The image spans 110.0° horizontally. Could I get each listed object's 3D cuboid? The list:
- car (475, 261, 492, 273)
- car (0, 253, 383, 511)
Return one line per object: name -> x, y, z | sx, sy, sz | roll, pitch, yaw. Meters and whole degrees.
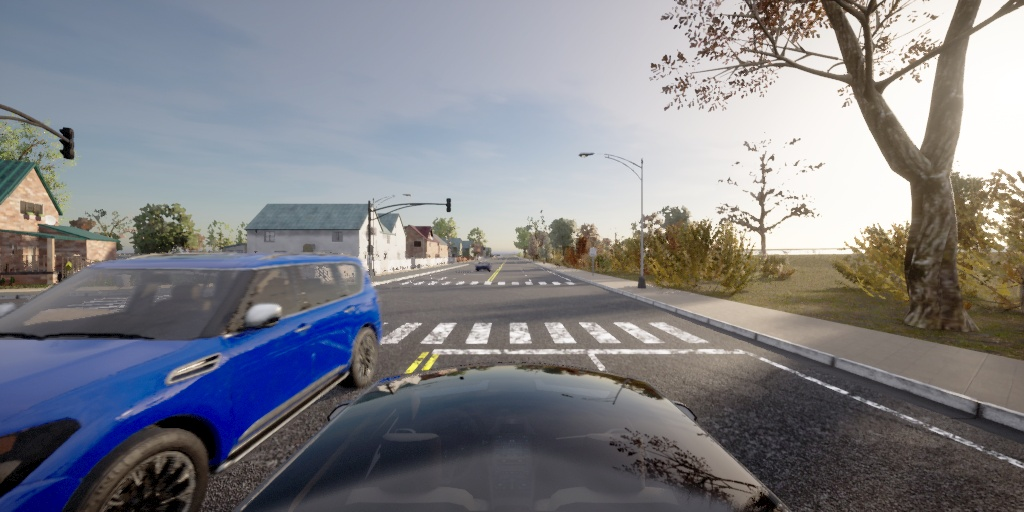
car -> -3.490, 1.328, 44.073 | 1.895, 1.301, 4.718 | 0, 0, 0
car -> -3.261, 0.976, 3.919 | 2.150, 2.045, 5.566 | 0, 0, 0
